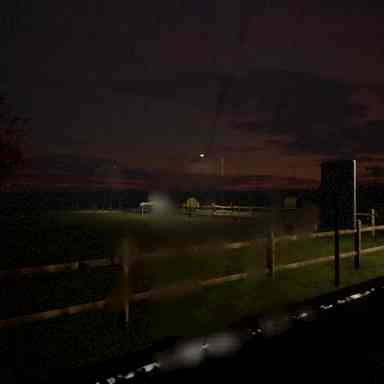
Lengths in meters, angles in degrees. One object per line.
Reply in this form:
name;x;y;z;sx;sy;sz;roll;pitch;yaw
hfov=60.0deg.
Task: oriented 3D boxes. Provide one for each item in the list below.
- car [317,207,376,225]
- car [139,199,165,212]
car;12.127;1.826;26.342;1.994;1.385;4.181;0;-1;-36
car;-6.354;2.101;53.005;2.150;2.045;5.566;0;-1;-36
